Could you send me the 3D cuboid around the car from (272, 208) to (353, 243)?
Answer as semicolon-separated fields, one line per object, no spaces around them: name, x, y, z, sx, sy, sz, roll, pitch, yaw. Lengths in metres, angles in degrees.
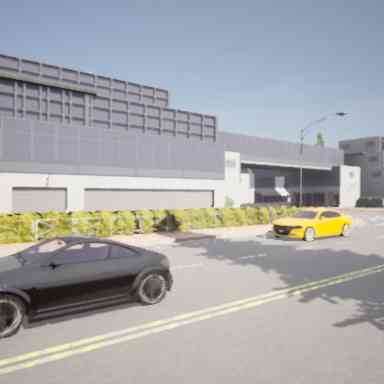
car;6.216;1.574;16.991;5.008;1.535;1.882;1;0;-35

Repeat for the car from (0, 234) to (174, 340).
car;-2.449;1.575;6.541;4.181;1.385;1.994;0;0;-35
